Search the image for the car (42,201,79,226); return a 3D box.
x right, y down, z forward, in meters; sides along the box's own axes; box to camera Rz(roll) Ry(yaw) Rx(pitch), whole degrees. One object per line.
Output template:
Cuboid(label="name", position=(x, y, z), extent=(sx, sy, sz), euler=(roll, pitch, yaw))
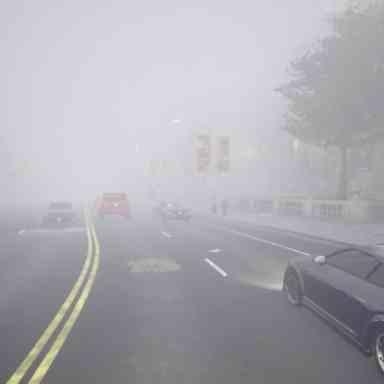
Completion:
Cuboid(label="car", position=(-8.633, 1.365, 22.016), extent=(1.837, 1.490, 4.892), euler=(0, 1, -18))

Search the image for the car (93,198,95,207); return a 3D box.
Cuboid(label="car", position=(-10.900, 1.135, 40.366), extent=(1.882, 1.535, 5.008), euler=(0, 1, -18))

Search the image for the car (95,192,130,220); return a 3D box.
Cuboid(label="car", position=(-6.161, 0.998, 25.958), extent=(2.150, 2.045, 5.566), euler=(0, 1, -18))

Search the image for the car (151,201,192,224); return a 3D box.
Cuboid(label="car", position=(-1.540, 1.328, 23.146), extent=(2.033, 1.411, 5.357), euler=(0, 1, -18))

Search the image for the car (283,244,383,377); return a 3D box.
Cuboid(label="car", position=(3.006, 1.498, 5.195), extent=(1.994, 1.385, 4.181), euler=(0, 1, -6))
